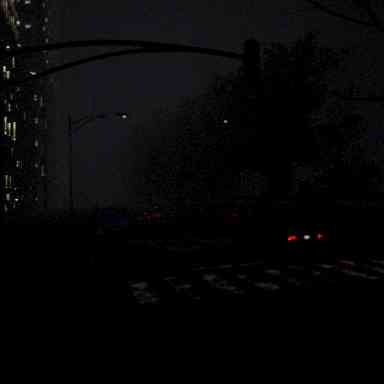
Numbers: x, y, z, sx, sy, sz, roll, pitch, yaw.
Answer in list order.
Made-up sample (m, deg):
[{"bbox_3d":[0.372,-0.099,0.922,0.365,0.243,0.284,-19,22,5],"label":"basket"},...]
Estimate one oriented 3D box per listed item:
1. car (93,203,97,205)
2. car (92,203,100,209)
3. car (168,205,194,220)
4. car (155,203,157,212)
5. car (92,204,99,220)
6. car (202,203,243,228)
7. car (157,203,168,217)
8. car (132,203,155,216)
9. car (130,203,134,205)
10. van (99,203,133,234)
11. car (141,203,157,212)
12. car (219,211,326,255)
[{"bbox_3d":[-19.059,3.209,66.745,1.947,1.339,4.313,-1,-1,-18],"label":"car"},{"bbox_3d":[-25.570,3.705,88.272,1.887,1.381,4.507,-1,-1,-17],"label":"car"},{"bbox_3d":[-1.030,2.291,36.730,1.802,1.307,4.206,-1,-1,-18],"label":"car"},{"bbox_3d":[-5.628,2.581,52.346,1.837,1.490,4.892,-1,-1,-18],"label":"car"},{"bbox_3d":[-10.601,2.544,39.918,2.008,1.369,4.403,-1,-1,-18],"label":"car"},{"bbox_3d":[2.345,1.767,26.007,2.192,1.841,5.009,-1,-1,-18],"label":"car"},{"bbox_3d":[-2.774,2.367,42.257,1.752,1.417,4.829,-1,-1,-18],"label":"car"},{"bbox_3d":[-6.839,2.608,46.318,1.895,1.301,4.718,-1,-1,-17],"label":"car"},{"bbox_3d":[-11.178,3.031,68.914,1.887,1.381,4.507,-1,-1,-17],"label":"car"},{"bbox_3d":[-5.531,1.948,23.824,1.690,1.788,3.998,-1,-1,-18],"label":"van"},{"bbox_3d":[-7.738,2.716,59.019,1.882,1.535,5.008,-1,-1,-18],"label":"car"},{"bbox_3d":[3.409,1.789,14.687,2.033,1.411,5.357,-1,-1,-20],"label":"car"}]
